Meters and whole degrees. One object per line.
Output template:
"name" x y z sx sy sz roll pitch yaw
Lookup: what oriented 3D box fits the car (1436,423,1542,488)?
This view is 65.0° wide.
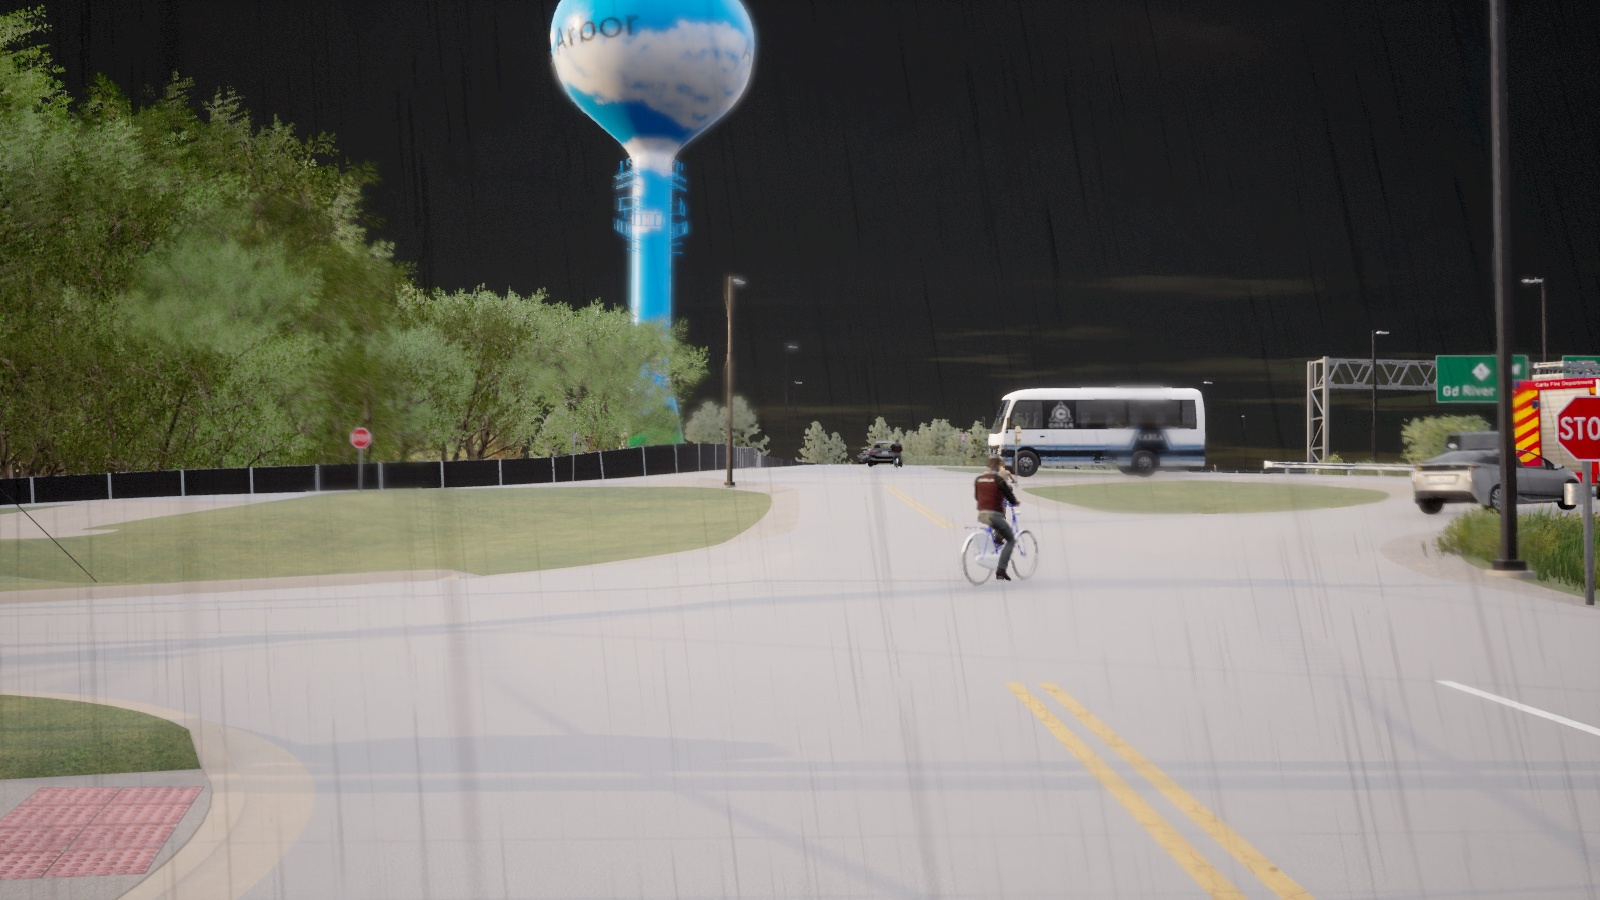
"car" 23.729 0.163 43.490 2.150 2.045 5.566 -1 0 18

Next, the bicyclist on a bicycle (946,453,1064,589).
"bicyclist on a bicycle" 2.857 0.945 17.355 0.659 1.776 1.843 -2 -1 43

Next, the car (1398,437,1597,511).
"car" 16.542 0.551 29.741 4.514 1.525 2.007 -2 -1 -30

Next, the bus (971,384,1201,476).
"bus" 13.734 -0.961 61.020 10.273 4.253 3.944 0 1 1

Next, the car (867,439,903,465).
"car" 5.523 0.122 80.994 2.242 1.667 4.611 0 0 5

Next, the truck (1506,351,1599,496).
"truck" 23.876 -0.754 36.686 8.468 3.827 2.891 -1 -1 -41
